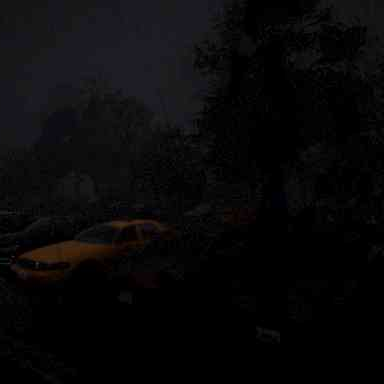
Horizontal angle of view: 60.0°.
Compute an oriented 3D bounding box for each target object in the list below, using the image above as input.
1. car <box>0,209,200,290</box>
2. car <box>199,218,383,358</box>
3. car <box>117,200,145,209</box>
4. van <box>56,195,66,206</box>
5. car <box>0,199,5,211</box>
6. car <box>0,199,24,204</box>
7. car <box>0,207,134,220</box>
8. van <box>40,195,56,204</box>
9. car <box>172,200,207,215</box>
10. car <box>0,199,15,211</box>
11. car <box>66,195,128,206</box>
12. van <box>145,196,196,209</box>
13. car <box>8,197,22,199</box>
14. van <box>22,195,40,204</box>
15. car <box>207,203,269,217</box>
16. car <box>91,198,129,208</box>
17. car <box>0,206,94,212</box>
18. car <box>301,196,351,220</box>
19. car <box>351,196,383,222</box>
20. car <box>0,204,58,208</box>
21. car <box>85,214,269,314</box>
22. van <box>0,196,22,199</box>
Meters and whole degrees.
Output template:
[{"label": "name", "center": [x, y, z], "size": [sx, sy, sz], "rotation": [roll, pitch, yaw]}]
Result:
[{"label": "car", "center": [-2.179, 1.500, 9.525], "size": [1.946, 1.575, 5.366], "rotation": [0, 0, 36]}, {"label": "car", "center": [2.422, 1.525, 6.414], "size": [2.163, 1.488, 4.792], "rotation": [0, 0, 36]}, {"label": "car", "center": [-3.367, 1.555, 26.705], "size": [2.002, 1.452, 4.674], "rotation": [0, 0, 36]}, {"label": "van", "center": [-10.151, 1.300, 31.722], "size": [1.878, 1.987, 4.442], "rotation": [0, 0, 36]}, {"label": "car", "center": [-28.104, 1.804, 44.461], "size": [2.097, 1.535, 5.008], "rotation": [-1, -1, 36]}, {"label": "car", "center": [-11.110, 1.392, 16.127], "size": [2.185, 1.767, 4.553], "rotation": [0, 0, 36]}, {"label": "car", "center": [-4.322, 1.508, 11.300], "size": [2.231, 1.521, 4.892], "rotation": [0, 0, 36]}, {"label": "van", "center": [-12.300, 1.304, 33.264], "size": [1.878, 1.987, 4.442], "rotation": [0, 0, 36]}, {"label": "car", "center": [1.035, 1.548, 23.551], "size": [2.002, 1.452, 4.674], "rotation": [0, 0, 36]}, {"label": "car", "center": [-25.854, 1.757, 42.845], "size": [2.231, 1.521, 4.892], "rotation": [-1, -1, 36]}, {"label": "car", "center": [-7.985, 1.271, 29.988], "size": [2.435, 2.045, 5.566], "rotation": [0, 0, 36]}, {"label": "van", "center": [-1.150, 1.286, 25.259], "size": [1.878, 1.987, 4.442], "rotation": [0, 0, 36]}, {"label": "car", "center": [-16.849, 1.563, 36.393], "size": [2.097, 1.535, 5.008], "rotation": [-1, -1, 36]}, {"label": "van", "center": [-14.794, 1.307, 34.768], "size": [1.878, 1.987, 4.442], "rotation": [-1, 0, 36]}, {"label": "car", "center": [3.382, 1.504, 21.856], "size": [2.097, 1.535, 5.008], "rotation": [0, 0, 36]}, {"label": "car", "center": [-5.620, 1.519, 28.318], "size": [2.097, 1.535, 5.008], "rotation": [0, 0, 36]}, {"label": "car", "center": [-6.585, 1.511, 12.909], "size": [2.231, 1.521, 4.892], "rotation": [0, 0, 36]}, {"label": "car", "center": [7.870, 1.246, 18.606], "size": [2.435, 2.045, 5.566], "rotation": [0, 0, 36]}, {"label": "car", "center": [10.120, 1.242, 16.990], "size": [2.435, 2.045, 5.566], "rotation": [0, 0, 36]}, {"label": "car", "center": [-8.945, 1.511, 14.382], "size": [1.946, 1.575, 5.366], "rotation": [0, 0, 36]}, {"label": "car", "center": [0.167, 1.529, 8.033], "size": [2.163, 1.488, 4.792], "rotation": [0, 0, 36]}, {"label": "van", "center": [-19.173, 1.386, 37.912], "size": [1.878, 1.987, 4.442], "rotation": [-1, -1, 36]}]
